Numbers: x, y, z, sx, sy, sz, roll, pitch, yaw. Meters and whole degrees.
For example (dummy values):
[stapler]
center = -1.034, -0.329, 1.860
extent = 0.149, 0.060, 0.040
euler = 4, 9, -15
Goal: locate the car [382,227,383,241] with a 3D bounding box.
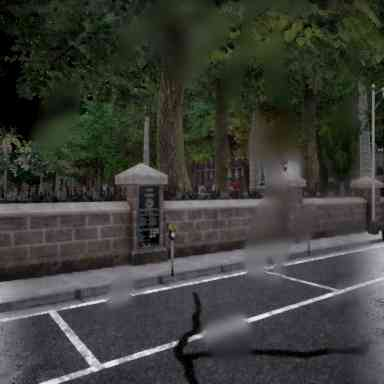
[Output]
[car]
center = 9.760, 1.305, 13.509
extent = 5.009, 1.841, 2.192
euler = 0, 0, -36
